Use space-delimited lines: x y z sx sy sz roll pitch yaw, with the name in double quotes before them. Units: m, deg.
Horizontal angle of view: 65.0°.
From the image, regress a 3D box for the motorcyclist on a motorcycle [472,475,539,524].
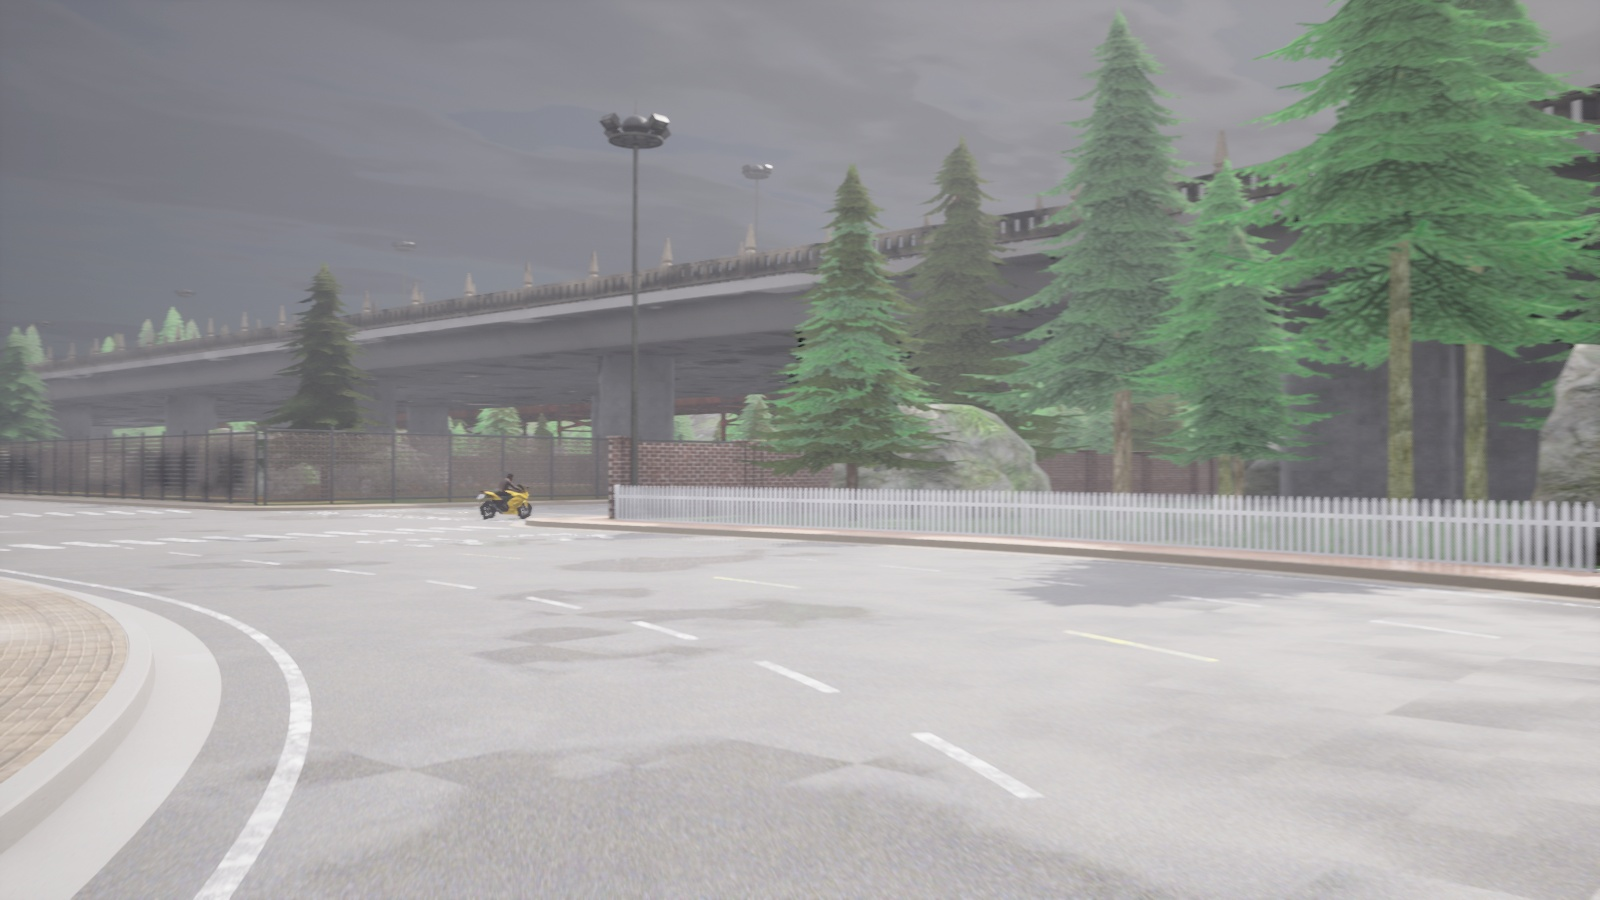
"motorcyclist on a motorcycle" -9.526 1.587 40.701 0.797 1.523 2.044 -1 -2 41
